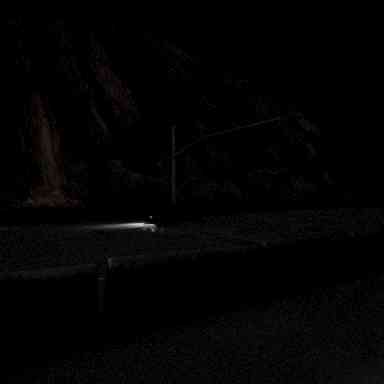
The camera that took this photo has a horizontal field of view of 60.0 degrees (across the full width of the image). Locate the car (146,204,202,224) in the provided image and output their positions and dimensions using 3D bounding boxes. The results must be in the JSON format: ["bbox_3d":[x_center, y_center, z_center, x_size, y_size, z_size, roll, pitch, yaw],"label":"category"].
[{"bbox_3d":[-1.266,1.570,24.589,4.181,1.385,1.994,0,0,-36],"label":"car"}]
